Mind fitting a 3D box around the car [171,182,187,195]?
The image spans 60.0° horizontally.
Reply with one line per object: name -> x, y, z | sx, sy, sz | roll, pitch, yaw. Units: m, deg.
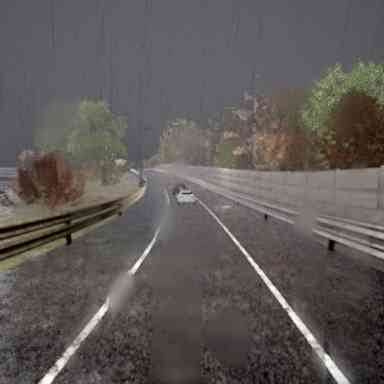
car -> -1.767, -0.585, 46.554 | 2.097, 1.767, 4.553 | 0, 5, -6

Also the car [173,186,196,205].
car -> -0.664, 0.505, 34.211 | 1.812, 1.442, 4.674 | 0, 4, -5
